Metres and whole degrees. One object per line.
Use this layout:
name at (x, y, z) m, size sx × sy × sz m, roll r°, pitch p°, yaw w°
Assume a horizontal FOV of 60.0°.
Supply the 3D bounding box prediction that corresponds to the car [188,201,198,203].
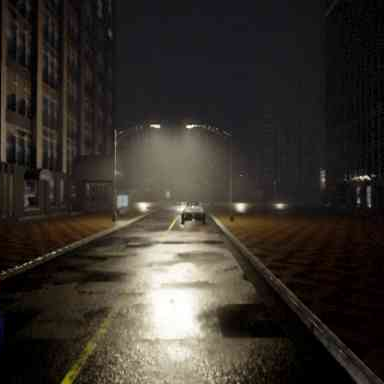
car at (0.116, 1.957, 44.533) m, size 2.033 × 1.411 × 5.357 m, roll 0°, pitch -1°, yaw 0°

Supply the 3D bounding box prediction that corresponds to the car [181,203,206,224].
car at (0.110, 1.853, 27.260) m, size 1.895 × 1.301 × 4.718 m, roll 0°, pitch -1°, yaw 0°

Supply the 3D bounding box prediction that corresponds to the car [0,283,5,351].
car at (-3.096, 1.238, 1.389) m, size 2.150 × 2.045 × 5.566 m, roll 0°, pitch -1°, yaw -1°
